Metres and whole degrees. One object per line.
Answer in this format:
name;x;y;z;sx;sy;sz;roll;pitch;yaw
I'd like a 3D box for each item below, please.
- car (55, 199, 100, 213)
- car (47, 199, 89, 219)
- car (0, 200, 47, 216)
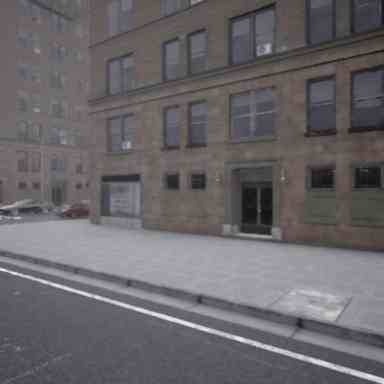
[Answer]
car;-11.907;1.399;34.957;1.802;1.307;4.206;0;0;35
car;-8.573;1.406;25.807;1.802;1.307;4.206;0;0;35
car;-15.109;1.386;30.462;1.947;1.339;4.313;0;0;35
